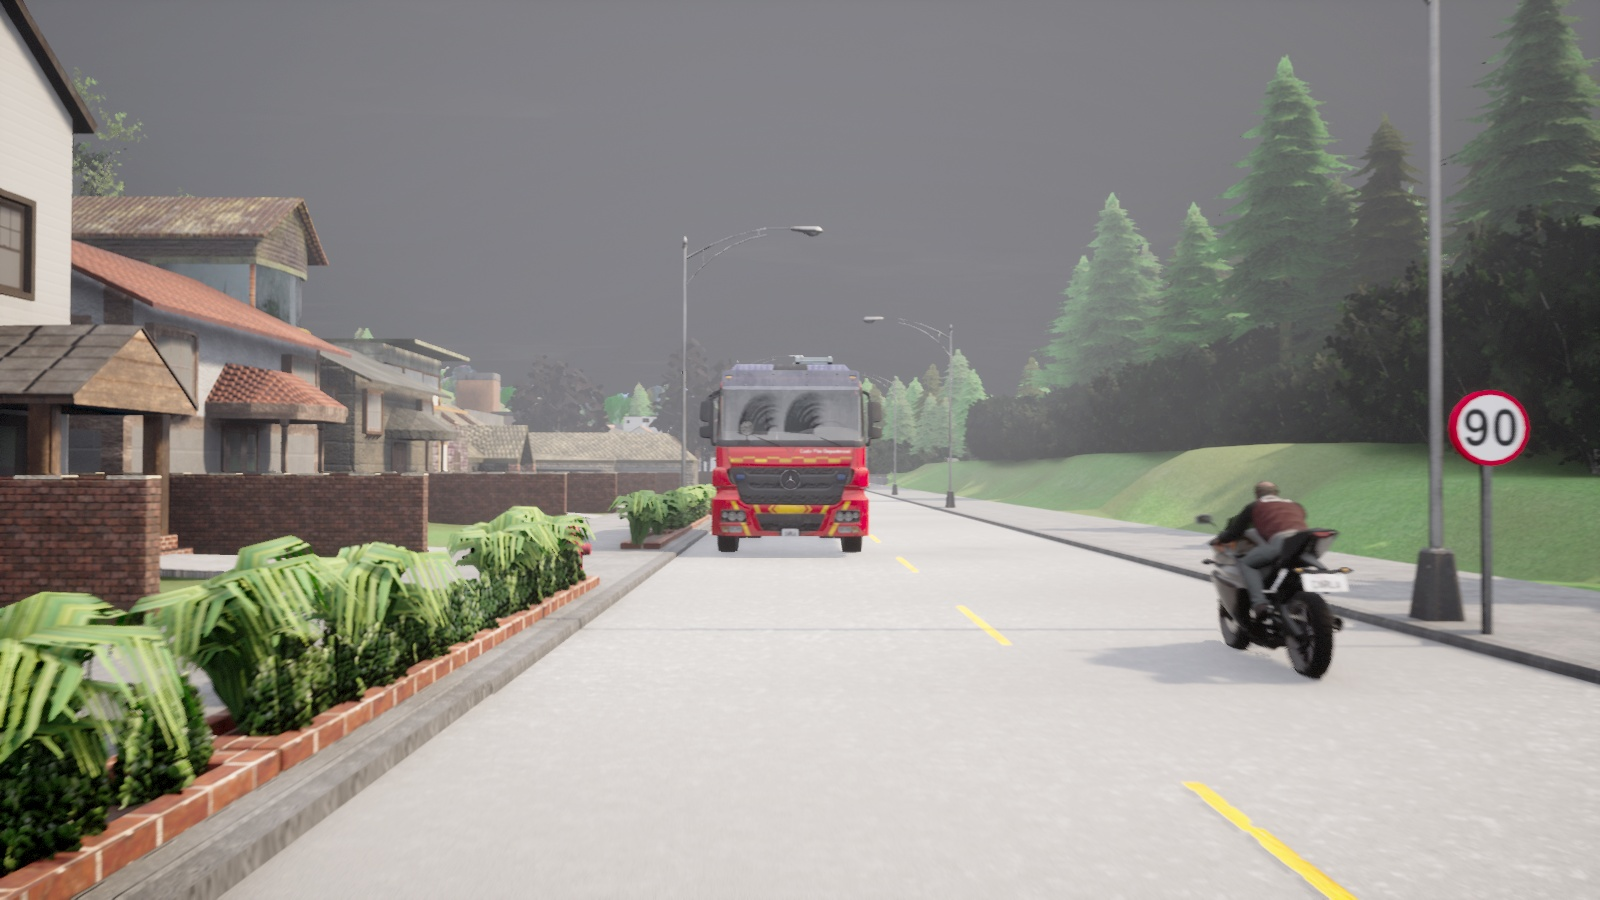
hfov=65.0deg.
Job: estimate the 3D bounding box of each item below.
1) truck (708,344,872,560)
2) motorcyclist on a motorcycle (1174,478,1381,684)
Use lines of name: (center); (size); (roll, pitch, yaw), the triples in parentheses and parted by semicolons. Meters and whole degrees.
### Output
truck: (-0.211, 0.103, 26.542); (2.891, 3.827, 8.468); (0, -1, 0)
motorcyclist on a motorcycle: (3.919, 1.010, 10.543); (0.866, 1.530, 2.191); (0, -1, -1)
